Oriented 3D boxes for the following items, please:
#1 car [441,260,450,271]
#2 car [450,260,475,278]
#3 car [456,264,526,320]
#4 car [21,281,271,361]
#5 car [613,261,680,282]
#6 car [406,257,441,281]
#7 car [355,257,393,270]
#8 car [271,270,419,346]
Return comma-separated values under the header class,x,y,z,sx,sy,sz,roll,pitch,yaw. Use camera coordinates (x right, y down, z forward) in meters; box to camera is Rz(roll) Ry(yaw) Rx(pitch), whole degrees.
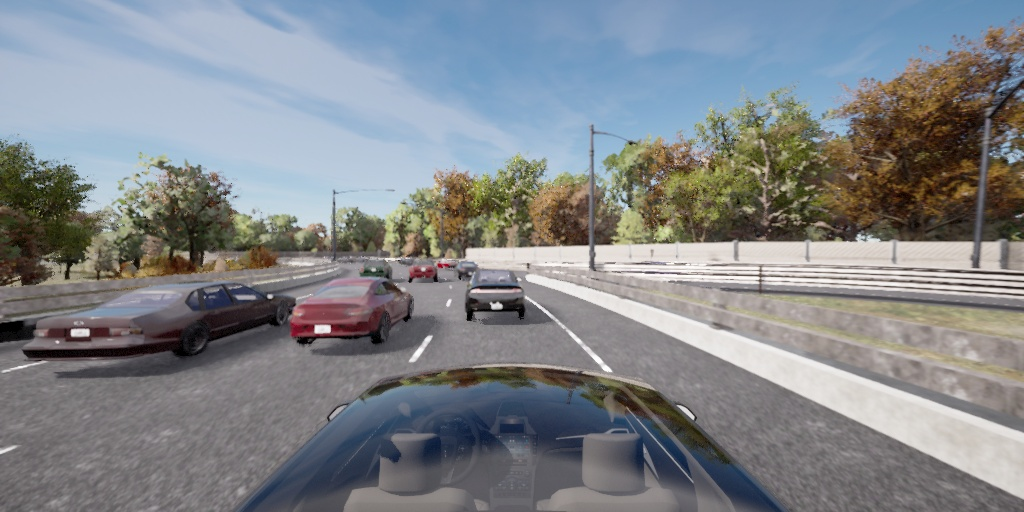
class,x,y,z,sx,sy,sz,roll,pitch,yaw
car,-8.495,1.144,46.208,1.895,1.301,4.718,0,0,-36
car,-3.768,1.168,29.739,1.812,1.442,4.674,0,0,-15
car,-0.648,1.197,12.462,2.128,1.511,4.902,0,0,-5
car,-7.253,1.296,8.395,2.033,1.411,5.357,0,0,-4
car,9.694,1.099,26.237,4.674,1.442,1.812,-1,0,38
car,-6.992,1.013,28.217,2.097,1.767,4.553,0,0,-14
car,-10.538,1.028,27.973,2.097,1.767,4.553,0,0,-15
car,-3.865,1.257,9.315,1.812,1.442,4.674,0,0,-4
